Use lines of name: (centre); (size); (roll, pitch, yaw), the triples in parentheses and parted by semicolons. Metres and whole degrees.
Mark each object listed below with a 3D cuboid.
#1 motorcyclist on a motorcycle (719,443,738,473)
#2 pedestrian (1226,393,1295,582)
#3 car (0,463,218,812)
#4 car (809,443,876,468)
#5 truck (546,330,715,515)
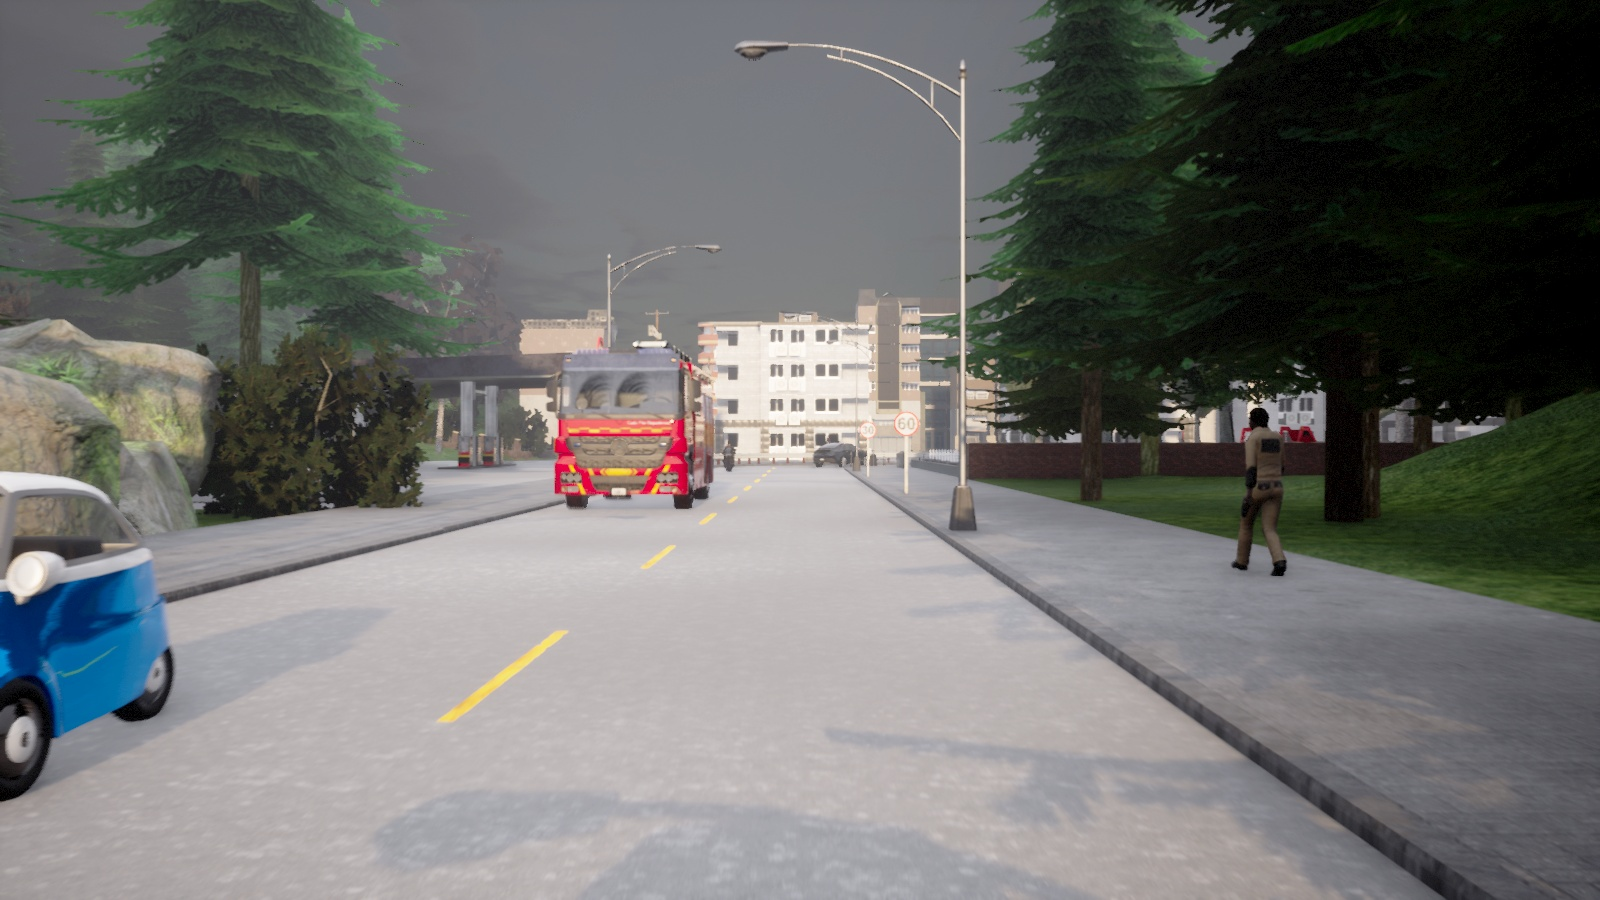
motorcyclist on a motorcycle: (-3.683, 0.413, 64.917); (0.866, 1.530, 2.191); (0, 0, 0)
pedestrian: (4.833, 0.386, 13.203); (0.396, 1.930, 0.692); (0, 0, -9)
car: (-3.951, 0.766, 5.820); (1.481, 1.376, 2.207); (0, 0, 0)
car: (2.669, 0.320, 77.210); (1.837, 1.490, 4.892); (0, 0, 33)
truck: (-3.814, -0.592, 30.310); (2.891, 3.827, 8.468); (0, 0, 0)
